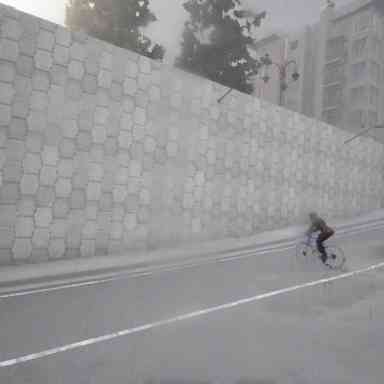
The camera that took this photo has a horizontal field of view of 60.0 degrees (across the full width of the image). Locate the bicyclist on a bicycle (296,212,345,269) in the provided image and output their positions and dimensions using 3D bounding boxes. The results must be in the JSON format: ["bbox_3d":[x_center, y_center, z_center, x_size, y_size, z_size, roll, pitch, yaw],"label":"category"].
[{"bbox_3d":[3.750,1.421,9.892,0.582,1.620,1.656,0,-2,-35],"label":"bicyclist on a bicycle"}]
